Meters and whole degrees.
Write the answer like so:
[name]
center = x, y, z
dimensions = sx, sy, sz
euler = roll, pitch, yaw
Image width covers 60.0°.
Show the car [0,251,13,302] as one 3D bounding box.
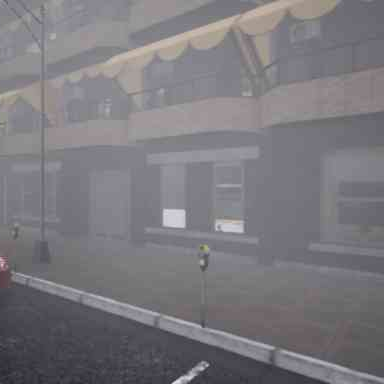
[car]
center = -5.501, 1.384, 6.809
dimensions = 4.097, 1.590, 1.967
euler = 0, 0, 36
